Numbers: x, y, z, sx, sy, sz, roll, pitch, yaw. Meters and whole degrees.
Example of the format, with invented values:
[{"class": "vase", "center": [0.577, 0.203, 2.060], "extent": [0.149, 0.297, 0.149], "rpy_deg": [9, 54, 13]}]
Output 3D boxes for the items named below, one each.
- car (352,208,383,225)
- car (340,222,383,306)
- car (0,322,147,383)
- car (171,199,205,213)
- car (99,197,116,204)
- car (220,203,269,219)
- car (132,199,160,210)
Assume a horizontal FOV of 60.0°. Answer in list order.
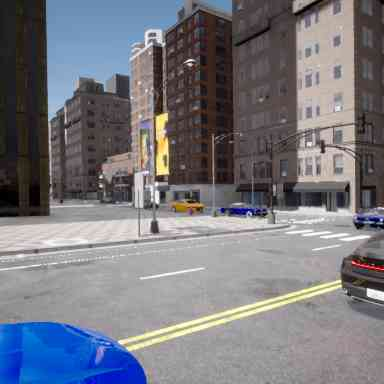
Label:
[{"class": "car", "center": [11.658, 1.604, 19.987], "extent": [4.718, 1.301, 1.895], "rpy_deg": [0, 0, -36]}, {"class": "car", "center": [5.106, 1.504, 7.087], "extent": [4.892, 1.490, 1.837], "rpy_deg": [0, 0, -36]}, {"class": "car", "center": [-2.584, 1.478, 1.598], "extent": [5.008, 1.535, 1.882], "rpy_deg": [0, 0, -35]}, {"class": "car", "center": [-0.546, 1.603, 38.366], "extent": [1.882, 1.535, 5.008], "rpy_deg": [-1, 0, -35]}, {"class": "car", "center": [-17.207, 1.741, 67.576], "extent": [2.033, 1.411, 5.357], "rpy_deg": [-1, 0, -35]}, {"class": "car", "center": [4.809, 1.694, 30.762], "extent": [1.895, 1.301, 4.718], "rpy_deg": [-1, 0, -35]}, {"class": "car", "center": [-6.641, 1.709, 47.026], "extent": [2.033, 1.411, 5.357], "rpy_deg": [-1, 0, -36]}]
